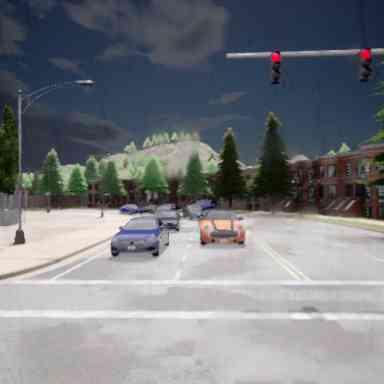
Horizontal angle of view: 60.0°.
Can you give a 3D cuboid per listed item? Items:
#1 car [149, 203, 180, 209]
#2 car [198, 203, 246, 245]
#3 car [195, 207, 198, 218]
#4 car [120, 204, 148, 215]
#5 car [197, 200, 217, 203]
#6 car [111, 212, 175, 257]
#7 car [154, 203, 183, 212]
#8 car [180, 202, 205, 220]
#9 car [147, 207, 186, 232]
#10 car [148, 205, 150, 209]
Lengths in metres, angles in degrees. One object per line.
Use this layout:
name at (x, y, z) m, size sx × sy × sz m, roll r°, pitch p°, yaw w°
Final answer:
car at (-2.910, 2.207, 34.364) m, size 1.837 × 1.490 × 4.892 m, roll 0°, pitch -1°, yaw -14°
car at (1.514, 1.675, 17.322) m, size 2.097 × 1.767 × 4.553 m, roll -1°, pitch -1°, yaw 2°
car at (1.595, 2.053, 25.958) m, size 1.994 × 1.385 × 4.181 m, roll -1°, pitch -1°, yaw -3°
car at (-8.803, 2.528, 48.165) m, size 1.882 × 1.535 × 5.008 m, roll 0°, pitch -1°, yaw -35°
car at (1.839, 2.184, 50.732) m, size 2.150 × 2.045 × 5.566 m, roll 0°, pitch -1°, yaw -30°
car at (-2.075, 1.837, 14.550) m, size 1.812 × 1.442 × 4.674 m, roll -1°, pitch -1°, yaw 4°
car at (-4.225, 2.743, 59.207) m, size 2.033 × 1.411 × 5.357 m, roll 0°, pitch -2°, yaw -44°
car at (0.282, 2.184, 35.806) m, size 2.128 × 1.511 × 4.902 m, roll 0°, pitch -1°, yaw -15°
car at (-1.708, 2.038, 24.091) m, size 2.033 × 1.411 × 5.357 m, roll -1°, pitch -1°, yaw 0°
car at (-5.945, 2.621, 50.186) m, size 1.994 × 1.385 × 4.181 m, roll 0°, pitch -1°, yaw -35°
